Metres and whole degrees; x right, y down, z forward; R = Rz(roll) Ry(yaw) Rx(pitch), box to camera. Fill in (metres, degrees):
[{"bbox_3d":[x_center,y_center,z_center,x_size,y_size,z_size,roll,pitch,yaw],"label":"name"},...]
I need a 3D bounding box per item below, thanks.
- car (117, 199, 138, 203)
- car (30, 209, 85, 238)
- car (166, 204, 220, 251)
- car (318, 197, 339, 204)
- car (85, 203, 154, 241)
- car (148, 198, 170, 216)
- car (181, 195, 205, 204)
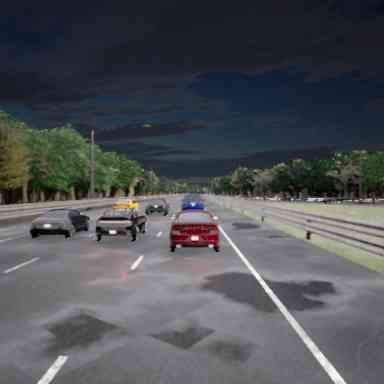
[{"bbox_3d":[-6.900,1.504,35.312,1.882,1.535,5.008,0,0,0],"label":"car"},{"bbox_3d":[-6.902,1.583,17.890,1.994,1.385,4.181,0,0,0],"label":"car"},{"bbox_3d":[0.099,1.492,14.272,1.882,1.535,5.008,0,0,0],"label":"car"},{"bbox_3d":[30.644,1.852,74.780,1.882,1.535,5.008,0,0,-28],"label":"car"},{"bbox_3d":[-3.400,1.509,16.699,2.128,1.511,4.902,0,0,0],"label":"car"},{"bbox_3d":[-3.404,1.398,33.478,2.097,1.767,4.553,0,0,0],"label":"car"},{"bbox_3d":[0.095,1.266,32.940,2.150,2.045,5.566,0,0,0],"label":"car"}]
